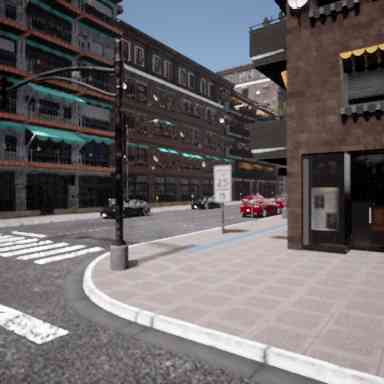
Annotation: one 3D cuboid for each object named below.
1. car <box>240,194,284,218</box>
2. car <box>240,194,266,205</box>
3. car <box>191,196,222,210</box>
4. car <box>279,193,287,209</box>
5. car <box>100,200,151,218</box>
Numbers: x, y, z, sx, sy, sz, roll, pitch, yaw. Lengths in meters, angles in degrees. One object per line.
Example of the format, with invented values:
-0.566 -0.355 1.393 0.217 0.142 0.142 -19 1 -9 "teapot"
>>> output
5.241 1.116 25.223 1.887 1.381 4.507 1 1 35 "car"
8.164 0.913 44.003 1.802 1.307 4.206 1 1 35 "car"
1.629 1.078 34.762 1.947 1.339 4.313 1 1 35 "car"
8.451 1.063 29.887 1.802 1.307 4.206 1 1 35 "car"
-5.013 1.260 25.588 1.947 1.339 4.313 1 1 35 "car"
